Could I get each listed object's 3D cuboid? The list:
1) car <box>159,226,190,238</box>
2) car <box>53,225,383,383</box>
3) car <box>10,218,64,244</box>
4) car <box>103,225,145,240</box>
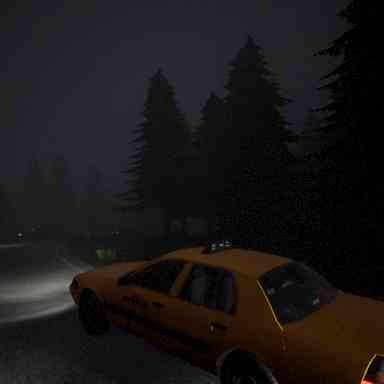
[{"bbox_3d":[-2.324,5.543,46.250,1.882,1.535,5.008,-5,-8,30],"label":"car"},{"bbox_3d":[0.153,1.440,4.725,5.366,1.575,1.801,0,1,43],"label":"car"},{"bbox_3d":[-12.757,3.221,28.063,2.150,2.045,5.566,-4,-7,7],"label":"car"},{"bbox_3d":[-7.438,4.510,36.939,2.033,1.411,5.357,-4,-8,20],"label":"car"}]
